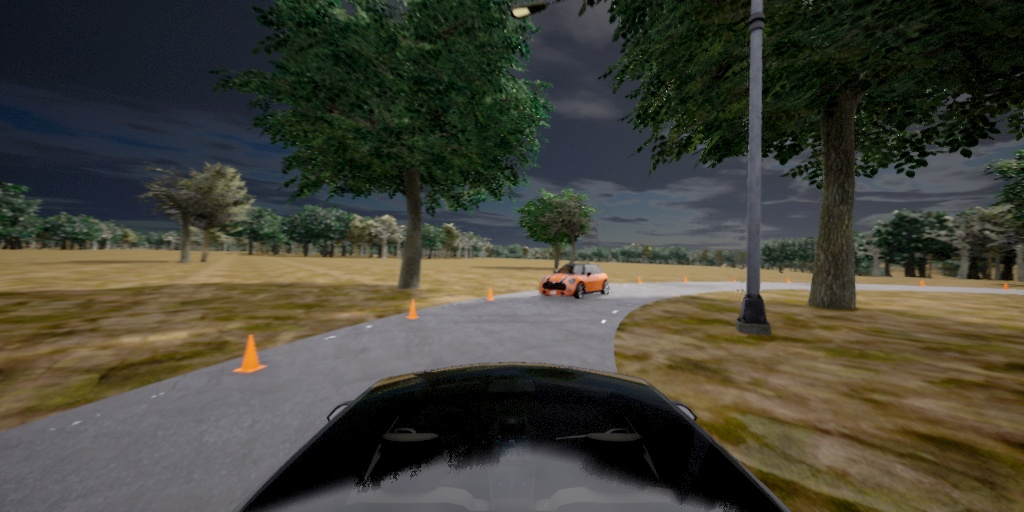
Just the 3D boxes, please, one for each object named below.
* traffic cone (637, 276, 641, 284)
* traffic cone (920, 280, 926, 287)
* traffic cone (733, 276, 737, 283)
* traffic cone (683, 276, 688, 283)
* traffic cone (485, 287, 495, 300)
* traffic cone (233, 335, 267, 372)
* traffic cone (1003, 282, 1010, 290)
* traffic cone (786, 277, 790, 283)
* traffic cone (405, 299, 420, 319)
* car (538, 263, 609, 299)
[{"bbox_3d":[10.051,1.912,28.283,0.340,0.580,0.340,0,0,-32],"label":"traffic cone"},{"bbox_3d":[36.310,2.396,31.743,0.340,0.580,0.340,0,0,17],"label":"traffic cone"},{"bbox_3d":[20.111,2.093,32.416,0.340,0.580,0.340,0,0,-12],"label":"traffic cone"},{"bbox_3d":[14.902,1.999,30.785,0.340,0.580,0.340,0,0,-22],"label":"traffic cone"},{"bbox_3d":[-0.996,1.708,16.419,0.340,0.580,0.340,0,0,28],"label":"traffic cone"},{"bbox_3d":[-4.497,1.651,6.169,0.340,0.580,0.340,0,0,10],"label":"traffic cone"},{"bbox_3d":[41.187,2.492,29.904,0.340,0.580,0.340,0,0,22],"label":"traffic cone"},{"bbox_3d":[25.523,2.192,33.130,0.340,0.580,0.340,0,0,-3],"label":"traffic cone"},{"bbox_3d":[-3.165,1.671,11.437,0.340,0.580,0.340,0,0,19],"label":"traffic cone"},{"bbox_3d":[3.295,1.178,18.653,2.097,1.767,4.553,1,0,38],"label":"car"}]
